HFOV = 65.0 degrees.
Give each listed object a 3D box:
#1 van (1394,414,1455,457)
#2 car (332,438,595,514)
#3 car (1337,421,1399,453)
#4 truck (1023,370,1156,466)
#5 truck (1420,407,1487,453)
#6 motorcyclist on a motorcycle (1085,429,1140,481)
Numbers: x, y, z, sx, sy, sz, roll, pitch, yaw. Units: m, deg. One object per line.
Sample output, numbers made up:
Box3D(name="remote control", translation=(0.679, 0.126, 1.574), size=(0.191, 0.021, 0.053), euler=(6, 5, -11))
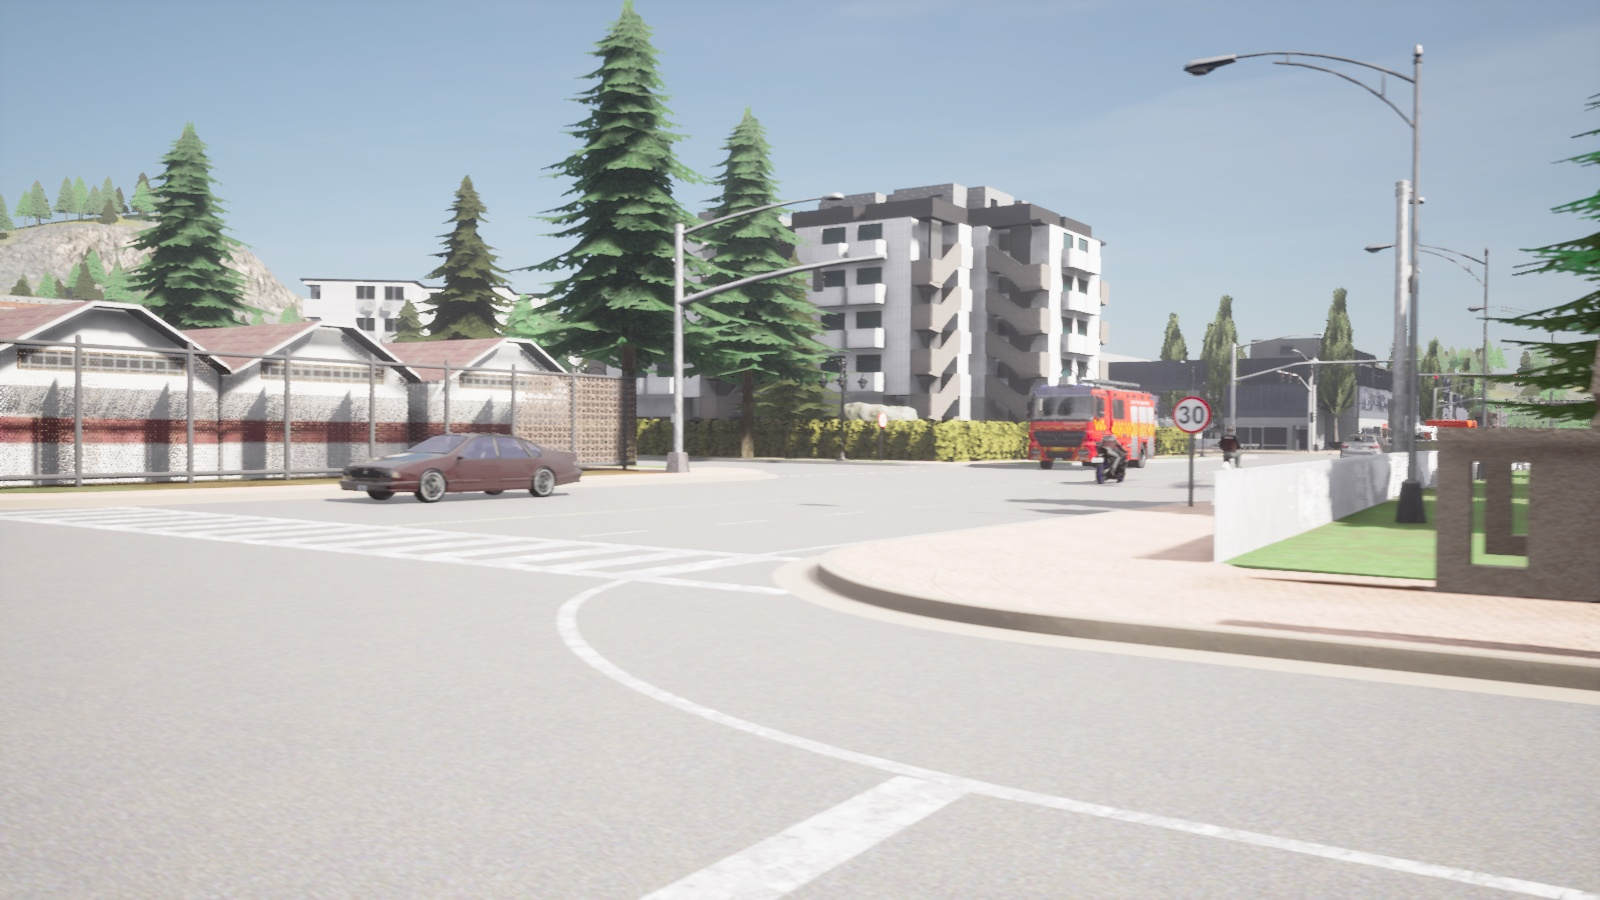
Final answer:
Box3D(name="van", translation=(31.028, -0.730, 62.350), size=(2.069, 2.038, 4.480), euler=(0, 1, 35))
Box3D(name="car", translation=(-7.041, 0.469, 26.884), size=(2.033, 1.411, 5.357), euler=(0, 1, 35))
Box3D(name="car", translation=(30.886, -0.695, 68.204), size=(2.242, 1.667, 4.611), euler=(0, 0, 36))
Box3D(name="truck", translation=(12.705, -1.327, 54.477), size=(2.891, 3.827, 8.468), euler=(0, 1, 33))
Box3D(name="truck", translation=(36.433, -1.101, 69.965), size=(2.627, 2.467, 5.204), euler=(0, 1, 35))
Box3D(name="motorcyclist on a motorcycle", translation=(9.500, 0.136, 38.087), size=(0.866, 1.530, 2.191), euler=(0, 1, 35))
